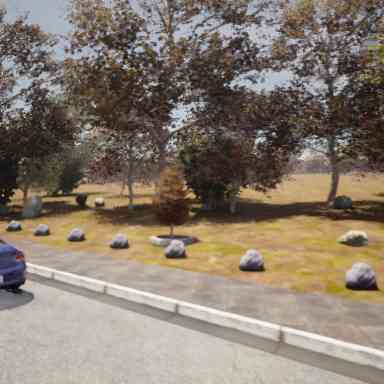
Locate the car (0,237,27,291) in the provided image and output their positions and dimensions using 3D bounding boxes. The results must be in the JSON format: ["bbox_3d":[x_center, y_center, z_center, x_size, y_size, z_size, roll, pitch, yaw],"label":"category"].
[{"bbox_3d":[-5.535,1.465,7.516,4.674,1.442,1.812,0,0,36],"label":"car"}]
